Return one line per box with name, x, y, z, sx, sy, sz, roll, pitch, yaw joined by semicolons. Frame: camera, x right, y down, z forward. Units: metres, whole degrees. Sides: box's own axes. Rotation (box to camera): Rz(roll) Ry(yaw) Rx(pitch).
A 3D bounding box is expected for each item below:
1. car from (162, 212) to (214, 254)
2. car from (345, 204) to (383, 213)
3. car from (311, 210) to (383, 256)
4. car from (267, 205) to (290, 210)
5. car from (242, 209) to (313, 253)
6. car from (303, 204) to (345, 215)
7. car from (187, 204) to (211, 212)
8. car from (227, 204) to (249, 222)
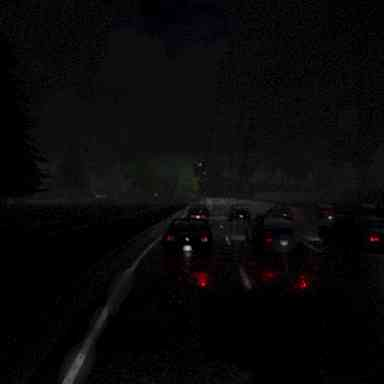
car;-0.077;1.734;14.152;1.895;1.301;4.718;0;0;2
car;14.587;1.800;28.696;1.837;1.490;4.892;0;0;3
car;6.905;1.688;13.720;2.033;1.411;5.357;0;-1;3
car;7.594;1.849;29.000;1.994;1.385;4.181;0;0;3
car;3.430;1.666;14.272;1.812;1.442;4.674;0;0;3
car;11.091;1.796;28.853;1.837;1.490;4.892;0;0;3
car;0.602;1.784;29.338;1.837;1.490;4.892;0;0;3
car;4.102;1.807;29.242;1.812;1.442;4.674;0;0;3
